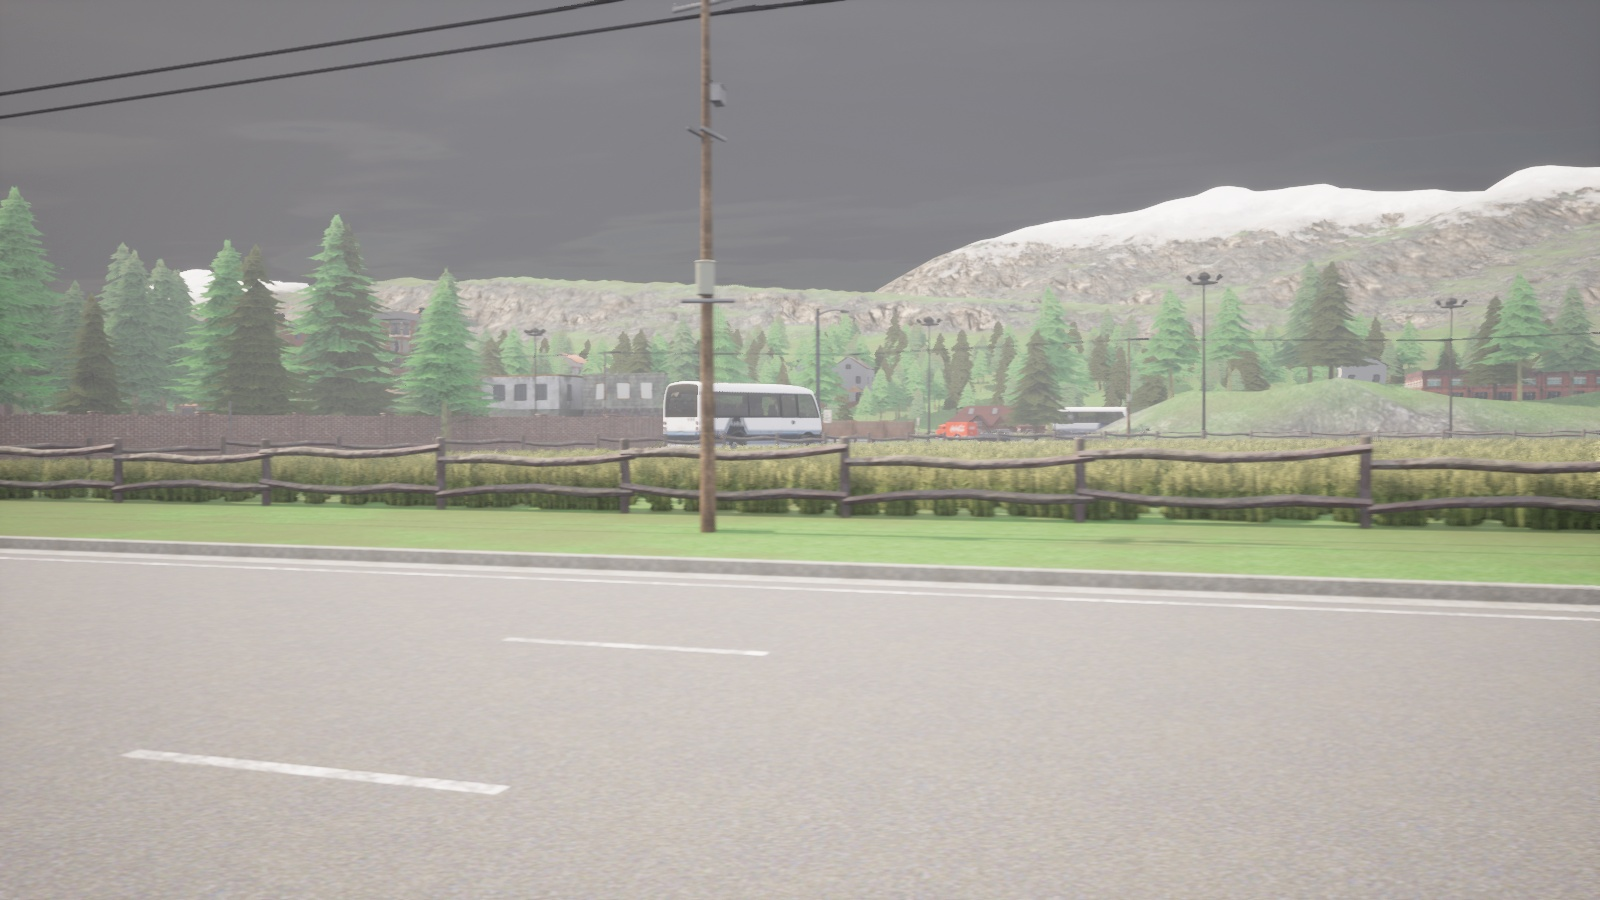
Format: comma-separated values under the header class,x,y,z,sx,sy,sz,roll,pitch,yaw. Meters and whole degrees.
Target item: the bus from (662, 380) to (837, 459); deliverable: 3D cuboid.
class,x,y,z,sx,sy,sz,roll,pitch,yaw
bus,-2.745,-1.726,72.756,3.944,4.253,10.273,1,1,44
